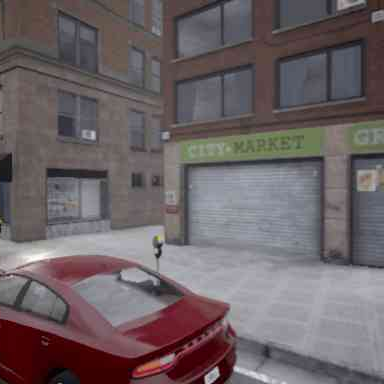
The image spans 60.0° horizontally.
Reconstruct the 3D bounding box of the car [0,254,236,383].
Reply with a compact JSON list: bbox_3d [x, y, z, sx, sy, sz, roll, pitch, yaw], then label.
[{"bbox_3d":[-1.641,1.498,4.266,4.507,1.381,1.887,0,1,35],"label":"car"}]
